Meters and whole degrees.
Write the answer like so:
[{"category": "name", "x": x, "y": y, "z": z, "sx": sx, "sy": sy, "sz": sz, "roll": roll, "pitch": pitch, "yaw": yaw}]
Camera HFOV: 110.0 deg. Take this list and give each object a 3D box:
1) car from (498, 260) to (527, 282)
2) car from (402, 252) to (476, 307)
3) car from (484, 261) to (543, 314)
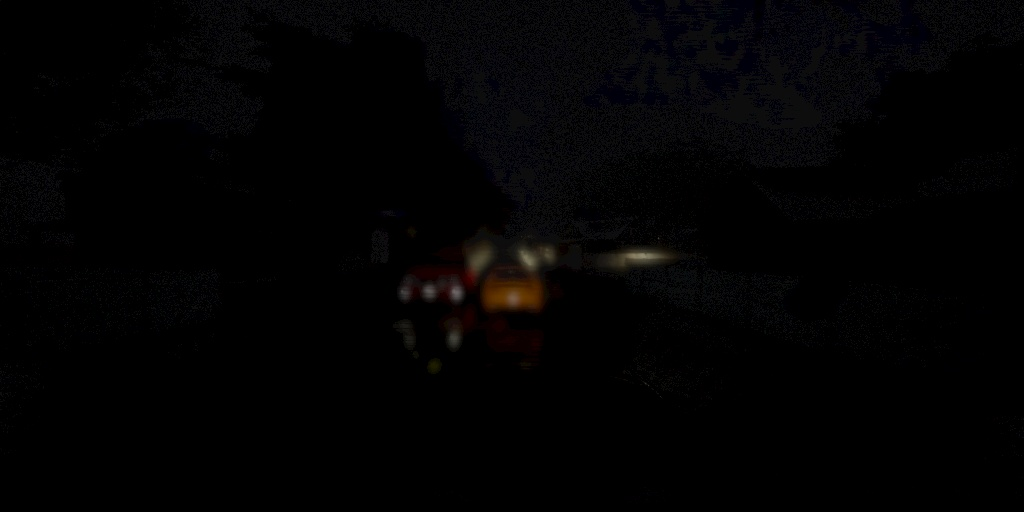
[{"category": "car", "x": 0.051, "y": 1.033, "z": 26.424, "sx": 1.994, "sy": 1.385, "sz": 4.181, "roll": 0, "pitch": 1, "yaw": 1}, {"category": "car", "x": -2.812, "y": 0.847, "z": 15.096, "sx": 2.150, "sy": 2.045, "sz": 5.566, "roll": 0, "pitch": 0, "yaw": 0}, {"category": "car", "x": 0.068, "y": 1.118, "z": 13.296, "sx": 1.882, "sy": 1.535, "sz": 5.008, "roll": 0, "pitch": 1, "yaw": 0}]
